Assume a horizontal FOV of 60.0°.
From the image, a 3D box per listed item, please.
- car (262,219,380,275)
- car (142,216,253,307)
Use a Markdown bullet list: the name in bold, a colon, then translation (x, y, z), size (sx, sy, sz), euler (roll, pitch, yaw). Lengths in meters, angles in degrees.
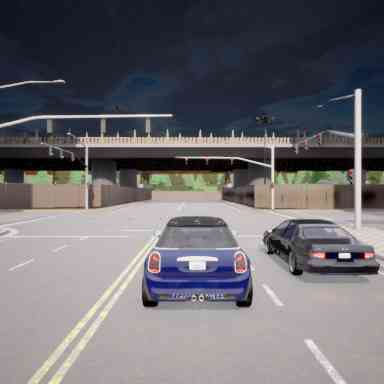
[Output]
- **car**: translation (3.600, 1.547, 10.356), size (2.033, 1.411, 5.357), euler (0, 0, 0)
- **car**: translation (0.100, 1.352, 8.135), size (2.097, 1.767, 4.553), euler (0, 0, 0)
